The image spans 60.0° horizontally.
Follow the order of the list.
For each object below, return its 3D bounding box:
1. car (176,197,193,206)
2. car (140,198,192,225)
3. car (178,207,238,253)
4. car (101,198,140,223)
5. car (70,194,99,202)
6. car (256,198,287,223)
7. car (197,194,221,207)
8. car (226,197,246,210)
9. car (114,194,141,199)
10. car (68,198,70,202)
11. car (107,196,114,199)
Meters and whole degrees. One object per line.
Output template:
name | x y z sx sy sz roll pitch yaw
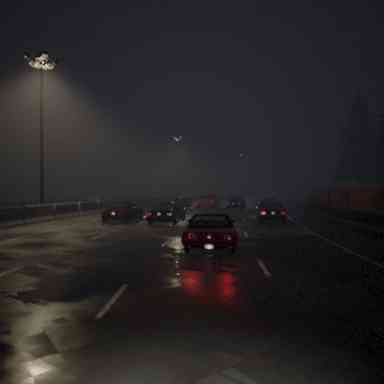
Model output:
car | -1.296 1.263 40.798 1.994 1.385 4.181 0 0 15
car | -1.624 1.379 22.668 2.033 1.411 5.357 0 0 9
car | 0.764 1.504 13.251 1.895 1.301 4.718 0 0 5
car | -4.905 1.380 24.035 1.994 1.385 4.181 0 0 9
car | -16.387 1.121 52.150 1.812 1.442 4.674 0 0 18
car | 5.609 1.380 23.727 2.033 1.411 5.357 0 0 10
car | 2.084 1.062 39.894 2.097 1.767 4.553 0 0 15
car | 5.011 1.279 37.527 2.033 1.411 5.357 0 0 15
car | -9.475 1.117 50.787 1.837 1.490 4.892 0 1 18
car | -18.790 1.089 56.075 1.812 1.442 4.674 0 0 19
car | -12.079 1.151 54.041 1.994 1.385 4.181 0 0 19
